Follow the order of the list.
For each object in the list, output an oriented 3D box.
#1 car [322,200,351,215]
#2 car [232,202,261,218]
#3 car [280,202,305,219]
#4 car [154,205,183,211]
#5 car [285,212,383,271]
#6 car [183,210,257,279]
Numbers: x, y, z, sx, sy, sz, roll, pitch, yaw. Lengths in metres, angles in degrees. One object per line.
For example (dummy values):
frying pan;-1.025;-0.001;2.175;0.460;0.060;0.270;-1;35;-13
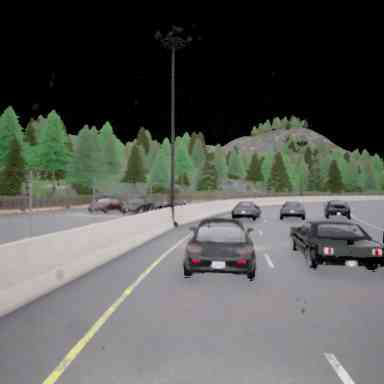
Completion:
car;12.280;1.447;28.275;1.837;1.490;4.892;0;0;19
car;4.408;1.461;26.666;1.994;1.385;4.181;0;0;17
car;8.421;1.483;27.782;1.994;1.385;4.181;0;0;18
car;-1.772;1.441;31.197;1.895;1.301;4.718;0;0;18
car;4.466;1.576;10.904;1.895;1.301;4.718;0;0;7
car;0.843;1.482;9.838;1.812;1.442;4.674;0;0;6
